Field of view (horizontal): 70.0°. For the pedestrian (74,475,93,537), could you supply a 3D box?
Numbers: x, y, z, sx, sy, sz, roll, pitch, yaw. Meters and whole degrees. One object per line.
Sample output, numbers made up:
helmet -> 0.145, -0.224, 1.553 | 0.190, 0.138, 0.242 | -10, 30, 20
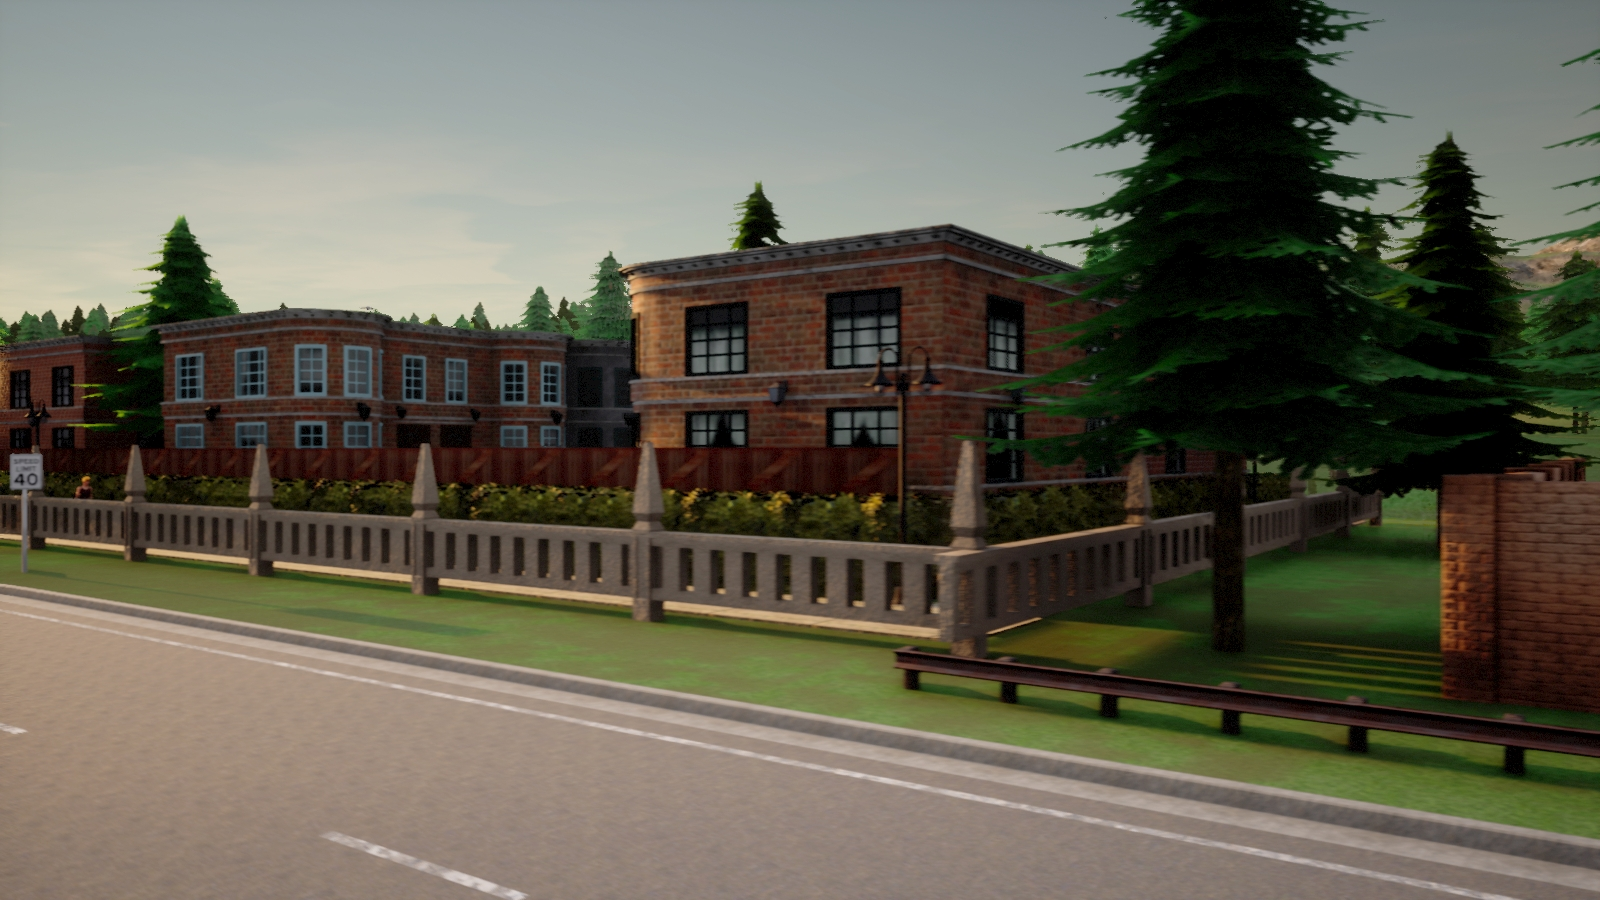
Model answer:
pedestrian -> -21.836, 1.698, 34.833 | 0.375, 1.860, 0.375 | 0, 0, 35
